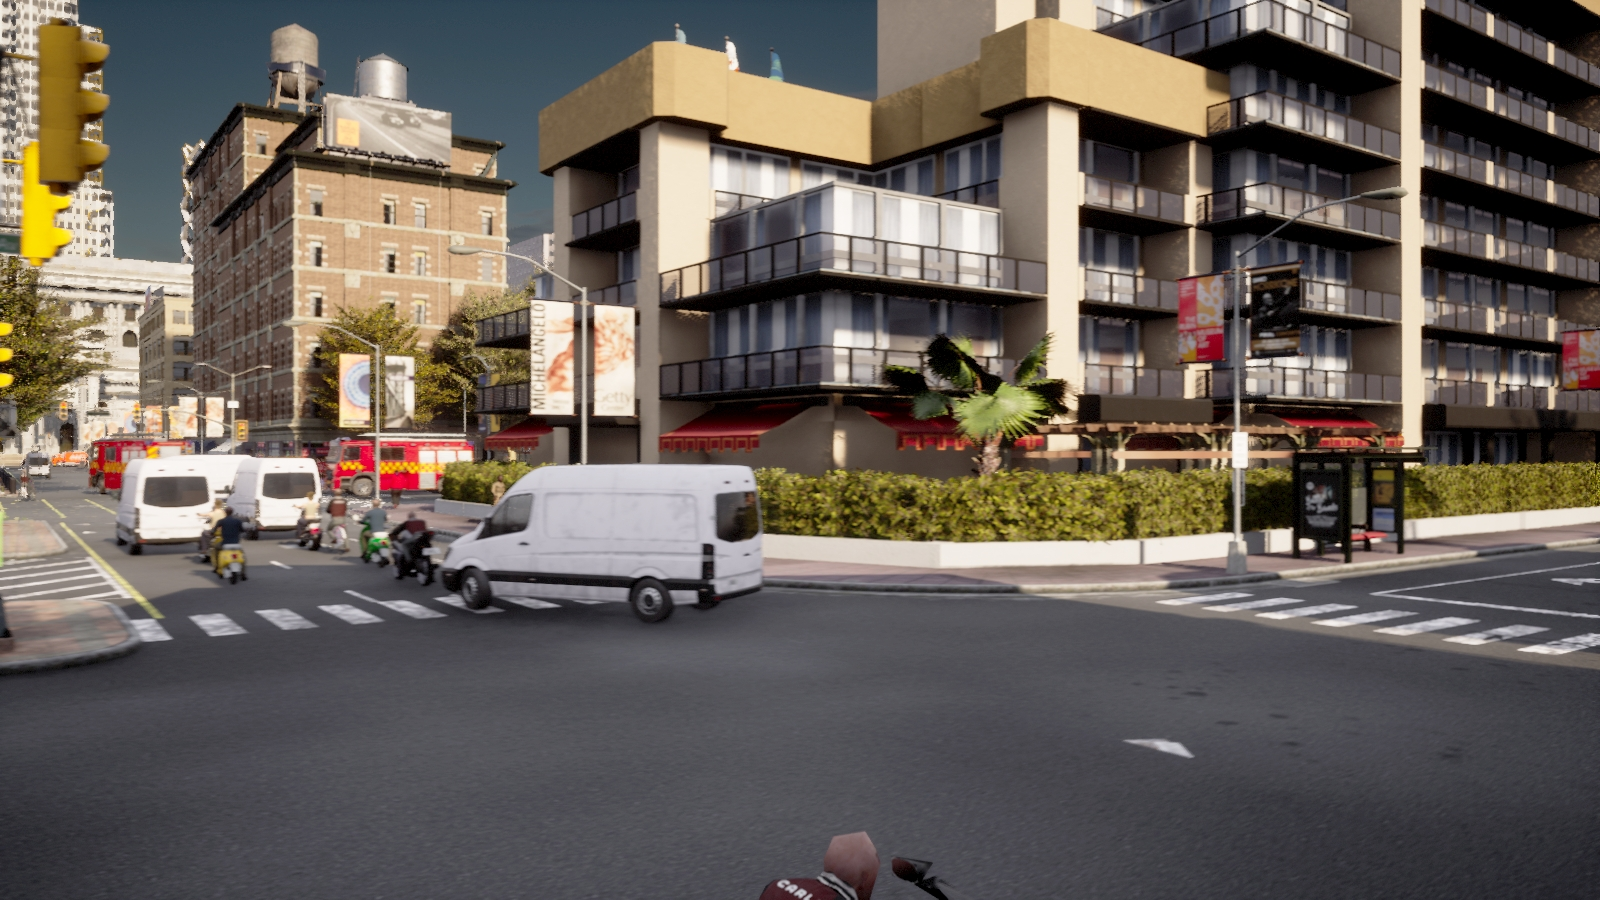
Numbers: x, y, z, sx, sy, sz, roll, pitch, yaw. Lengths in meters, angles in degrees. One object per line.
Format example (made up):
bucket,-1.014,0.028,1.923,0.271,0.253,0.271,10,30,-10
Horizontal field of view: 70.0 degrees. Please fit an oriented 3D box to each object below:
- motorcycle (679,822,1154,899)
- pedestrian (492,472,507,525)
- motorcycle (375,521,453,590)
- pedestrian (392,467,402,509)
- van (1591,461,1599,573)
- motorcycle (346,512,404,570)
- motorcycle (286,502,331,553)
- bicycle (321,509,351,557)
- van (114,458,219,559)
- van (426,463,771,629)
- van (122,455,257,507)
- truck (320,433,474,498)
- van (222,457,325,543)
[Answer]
motorcycle,0.130,2.205,3.869,2.209,1.251,0.867,0,0,-35
pedestrian,-10.574,1.698,40.191,0.375,1.860,0.375,0,0,-42
motorcycle,-8.202,2.205,24.228,0.867,1.251,2.209,0,0,-38
pedestrian,-17.896,1.696,50.740,0.375,1.860,0.375,0,0,-30
van,21.185,1.534,27.156,5.915,2.561,1.988,0,0,-35
motorcycle,-10.297,2.182,27.650,0.856,1.236,1.805,0,0,-36
motorcycle,-13.942,2.170,32.393,0.764,1.277,2.356,0,0,-34
bicycle,-12.506,2.210,30.777,0.329,1.171,1.835,0,0,-36
van,-18.102,1.534,32.488,1.988,2.561,5.915,0,0,-35
van,-3.604,1.534,20.159,5.915,2.561,1.988,0,0,25
van,-31.418,1.534,59.011,1.988,2.561,5.915,0,0,34
truck,-24.788,0.890,70.458,8.468,3.827,2.891,0,0,-34
van,-17.371,1.534,37.517,1.988,2.561,5.915,0,0,-36
